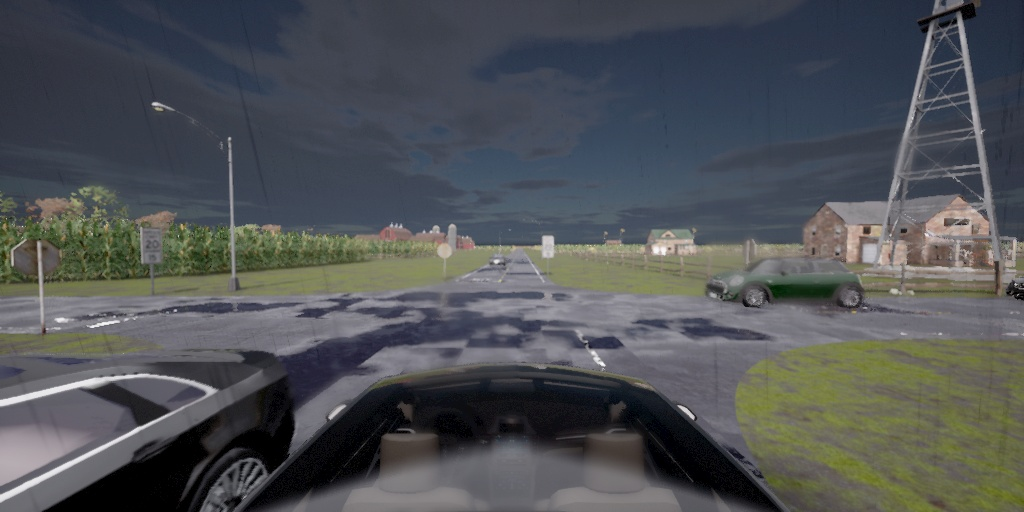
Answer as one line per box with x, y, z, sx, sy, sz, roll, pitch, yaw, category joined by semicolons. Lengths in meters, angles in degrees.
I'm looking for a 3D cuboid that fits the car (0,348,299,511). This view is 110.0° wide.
-2.709;1.258;0.915;2.128;1.511;4.902;0;1;1;car

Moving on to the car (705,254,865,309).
9.483;0.828;12.768;4.553;1.767;2.097;0;2;3;car

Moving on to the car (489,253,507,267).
-1.627;0.440;42.123;2.128;1.511;4.902;0;1;2;car

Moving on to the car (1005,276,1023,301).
20.188;0.951;12.198;4.892;1.490;1.837;0;2;3;car
